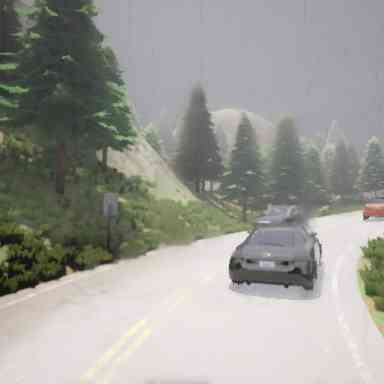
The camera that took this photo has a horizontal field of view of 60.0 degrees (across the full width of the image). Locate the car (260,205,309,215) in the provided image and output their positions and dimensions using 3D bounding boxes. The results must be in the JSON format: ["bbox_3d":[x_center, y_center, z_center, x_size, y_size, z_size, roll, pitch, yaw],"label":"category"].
[{"bbox_3d":[5.326,1.543,19.613,2.128,1.511,4.902,-3,-2,39],"label":"car"}]

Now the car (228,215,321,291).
[{"bbox_3d":[2.414,1.545,9.137,1.994,1.385,4.181,-2,0,23],"label":"car"}]

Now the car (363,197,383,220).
[{"bbox_3d":[14.673,1.158,25.369,2.097,1.767,4.553,-4,-2,41],"label":"car"}]
